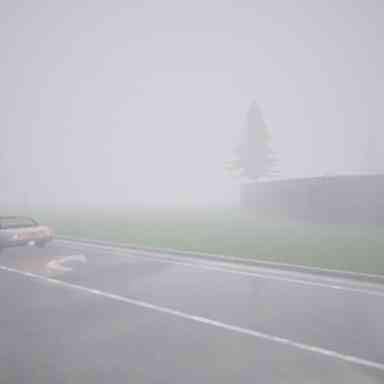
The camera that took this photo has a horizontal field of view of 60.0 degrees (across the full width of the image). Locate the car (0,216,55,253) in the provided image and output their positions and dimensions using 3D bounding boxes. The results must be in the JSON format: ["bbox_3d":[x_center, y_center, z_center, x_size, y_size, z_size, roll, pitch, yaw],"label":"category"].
[{"bbox_3d":[-7.901,1.659,13.920,4.718,1.301,1.895,0,0,35],"label":"car"}]
